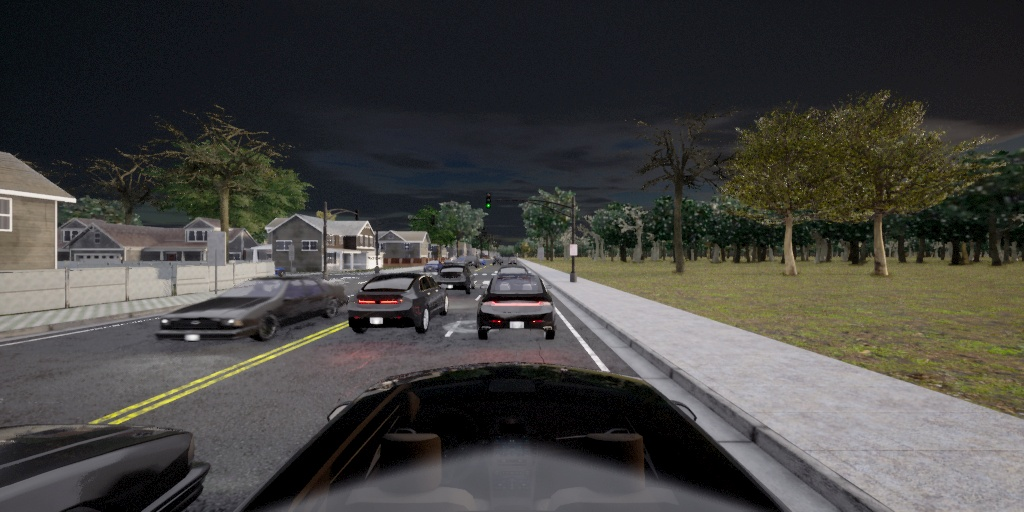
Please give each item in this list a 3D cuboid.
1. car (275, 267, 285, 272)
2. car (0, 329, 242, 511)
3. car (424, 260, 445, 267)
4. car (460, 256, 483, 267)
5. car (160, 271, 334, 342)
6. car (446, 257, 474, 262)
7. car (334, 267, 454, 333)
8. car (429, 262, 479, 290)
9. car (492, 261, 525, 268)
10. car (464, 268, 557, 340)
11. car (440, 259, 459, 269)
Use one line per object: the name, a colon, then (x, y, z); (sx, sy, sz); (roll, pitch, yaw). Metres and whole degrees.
car: (-22.708, 1.258, 31.575); (5.008, 1.535, 1.882); (0, 0, 0)
car: (-3.160, 1.297, 0.110); (2.033, 1.411, 5.357); (0, 0, 1)
car: (-9.794, 1.268, 45.193); (1.812, 1.442, 4.674); (0, 0, 0)
car: (-6.525, 0.954, 58.360); (2.150, 2.045, 5.566); (0, 0, 0)
car: (-6.587, 1.298, 10.049); (2.033, 1.411, 5.357); (0, 0, 0)
car: (-6.542, 1.233, 45.437); (2.128, 1.511, 4.902); (0, 0, 0)
car: (-3.137, 1.255, 10.736); (1.837, 1.490, 4.892); (0, 0, 0)
car: (-3.114, 1.255, 20.073); (1.837, 1.490, 4.892); (0, 0, -1)
car: (0.052, 1.228, 19.392); (1.882, 1.535, 5.008); (0, 0, 1)
car: (0.110, 1.241, 9.986); (2.128, 1.511, 4.902); (0, 0, 0)
car: (-9.768, 1.280, 56.220); (2.033, 1.411, 5.357); (0, 0, 0)
